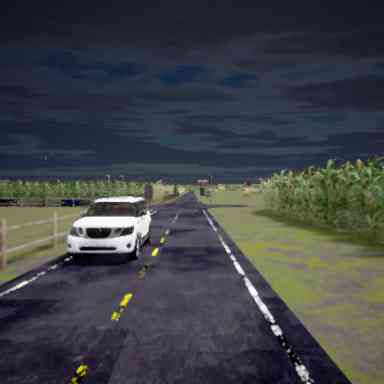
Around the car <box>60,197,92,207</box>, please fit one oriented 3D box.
[{"bbox_3d":[-17.427,1.469,50.186,4.181,1.385,1.994,1,1,-1],"label":"car"}]

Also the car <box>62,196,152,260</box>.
[{"bbox_3d":[-2.846,1.213,12.788,2.150,2.045,5.566,0,0,0],"label":"car"}]

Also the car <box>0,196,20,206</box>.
[{"bbox_3d":[-28.498,1.352,50.001,4.902,1.511,2.128,0,1,-1],"label":"car"}]
